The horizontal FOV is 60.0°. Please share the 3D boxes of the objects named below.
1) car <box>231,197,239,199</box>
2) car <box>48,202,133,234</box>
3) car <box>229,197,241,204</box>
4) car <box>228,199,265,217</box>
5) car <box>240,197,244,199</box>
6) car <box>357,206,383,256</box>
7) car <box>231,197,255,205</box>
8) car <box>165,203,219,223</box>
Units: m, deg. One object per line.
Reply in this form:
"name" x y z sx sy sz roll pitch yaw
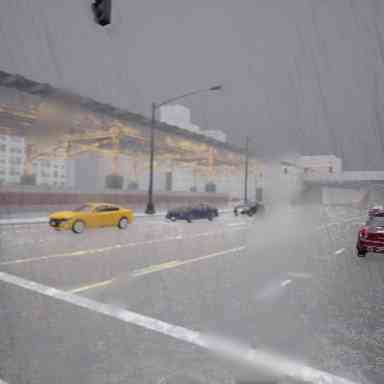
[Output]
"car" 6.268 1.681 66.089 4.536 1.218 1.853 2 0 -11
"car" -5.527 1.352 18.699 1.882 1.535 5.008 2 0 35
"car" 8.957 1.776 69.927 1.853 1.218 4.536 2 0 -1
"car" 6.156 1.780 35.307 2.128 1.511 4.902 2 0 35
"car" 8.954 1.934 69.875 2.038 1.542 4.974 2 0 -1
"car" 8.224 1.639 13.598 2.097 1.767 4.553 2 0 35
"car" 11.393 2.024 74.719 4.974 1.542 2.038 2 0 -26
"car" 0.175 1.624 26.809 2.033 1.411 5.357 2 0 36
